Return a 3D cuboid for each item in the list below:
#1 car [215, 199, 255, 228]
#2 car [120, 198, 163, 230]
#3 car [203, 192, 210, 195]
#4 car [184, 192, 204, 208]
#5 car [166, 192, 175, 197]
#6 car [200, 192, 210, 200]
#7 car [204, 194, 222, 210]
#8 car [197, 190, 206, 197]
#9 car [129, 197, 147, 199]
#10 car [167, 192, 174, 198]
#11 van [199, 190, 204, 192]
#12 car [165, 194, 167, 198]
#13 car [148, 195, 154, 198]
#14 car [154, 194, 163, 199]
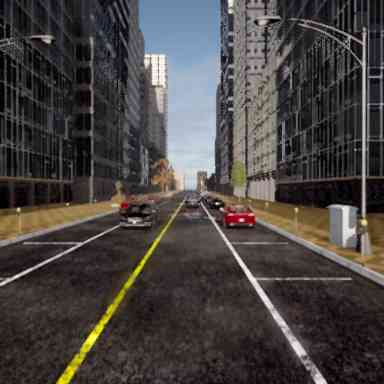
[{"bbox_3d":[2.690,1.370,20.266,1.887,1.381,4.507,0,1,0],"label":"car"},{"bbox_3d":[-3.003,1.336,19.816,1.837,1.490,4.892,0,0,0],"label":"car"},{"bbox_3d":[2.687,1.126,48.726,1.947,1.339,4.313,0,1,0],"label":"car"},{"bbox_3d":[0.094,1.125,41.089,2.128,1.511,4.902,0,1,0],"label":"car"},{"bbox_3d":[-5.698,0.709,88.581,2.008,1.369,4.403,0,1,0],"label":"car"},{"bbox_3d":[2.685,0.776,71.493,1.967,1.590,4.097,0,1,0],"label":"car"},{"bbox_3d":[2.688,1.234,37.342,1.947,1.339,4.313,0,1,0],"label":"car"},{"bbox_3d":[2.684,0.414,94.259,2.192,1.841,5.009,0,1,0],"label":"car"},{"bbox_3d":[-5.692,1.266,31.656,1.887,1.381,4.507,0,1,0],"label":"car"},{"bbox_3d":[-5.697,0.745,82.717,1.752,1.417,4.829,0,1,0],"label":"car"},{"bbox_3d":[2.686,0.734,65.801,1.690,1.788,3.998,0,1,0],"label":"van"},{"bbox_3d":[-5.695,1.071,54.426,1.947,1.339,4.313,0,1,0],"label":"car"},{"bbox_3d":[-5.693,1.250,37.349,1.802,1.307,4.206,0,1,0],"label":"car"},{"bbox_3d":[-5.694,1.105,48.733,1.887,1.381,4.507,0,1,0],"label":"car"}]
